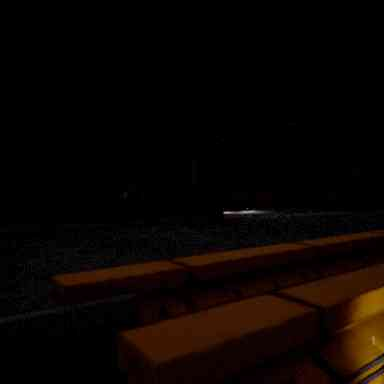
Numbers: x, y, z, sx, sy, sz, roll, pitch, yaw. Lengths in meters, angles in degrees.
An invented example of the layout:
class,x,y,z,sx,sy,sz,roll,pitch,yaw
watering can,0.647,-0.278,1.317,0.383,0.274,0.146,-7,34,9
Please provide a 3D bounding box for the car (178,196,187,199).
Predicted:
class,x,y,z,sx,sy,sz,roll,pitch,yaw
car,-1.852,1.545,65.472,1.994,1.385,4.181,0,0,-6

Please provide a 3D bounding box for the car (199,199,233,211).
class,x,y,z,sx,sy,sz,roll,pitch,yaw
car,1.970,1.536,39.381,2.033,1.411,5.357,0,0,-36

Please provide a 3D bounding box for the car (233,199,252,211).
class,x,y,z,sx,sy,sz,roll,pitch,yaw
car,4.952,1.536,41.227,2.033,1.411,5.357,0,0,-36
